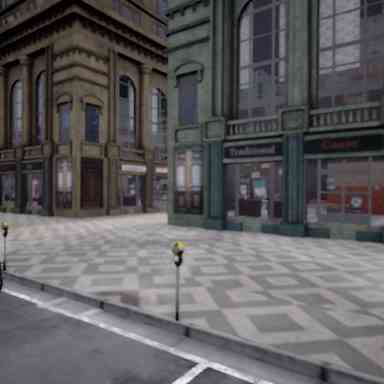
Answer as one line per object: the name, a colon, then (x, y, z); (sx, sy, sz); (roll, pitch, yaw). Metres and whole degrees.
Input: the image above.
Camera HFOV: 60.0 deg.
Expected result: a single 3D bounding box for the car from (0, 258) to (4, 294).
car: (-5.874, 1.389, 7.148); (4.097, 1.590, 1.967); (0, 0, 35)
